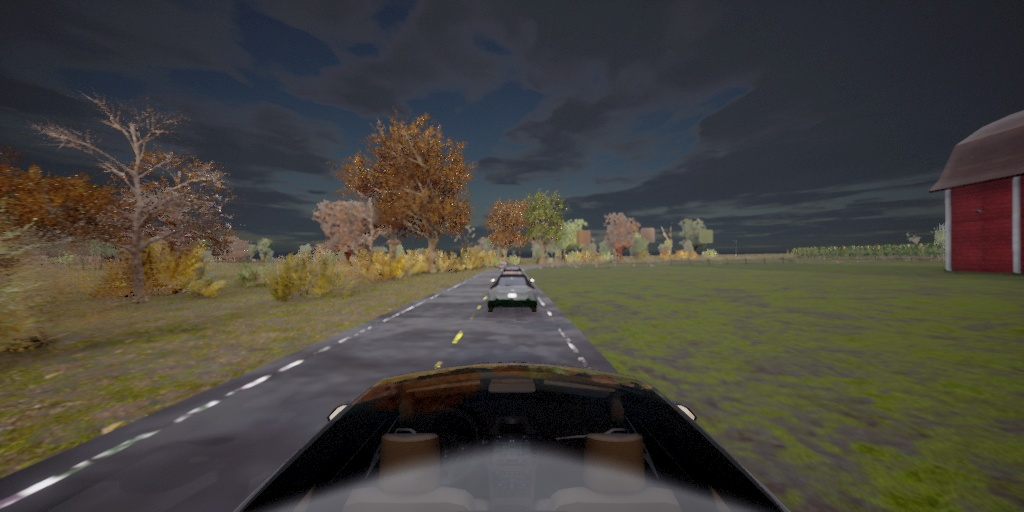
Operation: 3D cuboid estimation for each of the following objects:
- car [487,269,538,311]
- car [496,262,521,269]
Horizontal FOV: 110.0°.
[{"bbox_3d":[0.028,1.446,15.228,1.994,1.385,4.181,0,0,0],"label":"car"},{"bbox_3d":[0.033,1.510,30.355,2.128,1.511,4.902,0,0,0],"label":"car"}]
